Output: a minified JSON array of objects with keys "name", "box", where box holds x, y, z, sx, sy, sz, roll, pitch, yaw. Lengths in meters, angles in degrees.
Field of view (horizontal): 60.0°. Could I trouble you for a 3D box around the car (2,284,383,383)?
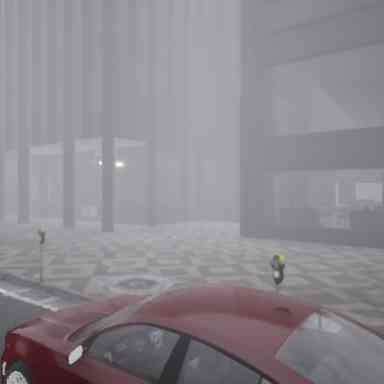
[{"name":"car","box":[0.065,1.542,2.915,4.507,1.381,1.887,0,0,35]}]
